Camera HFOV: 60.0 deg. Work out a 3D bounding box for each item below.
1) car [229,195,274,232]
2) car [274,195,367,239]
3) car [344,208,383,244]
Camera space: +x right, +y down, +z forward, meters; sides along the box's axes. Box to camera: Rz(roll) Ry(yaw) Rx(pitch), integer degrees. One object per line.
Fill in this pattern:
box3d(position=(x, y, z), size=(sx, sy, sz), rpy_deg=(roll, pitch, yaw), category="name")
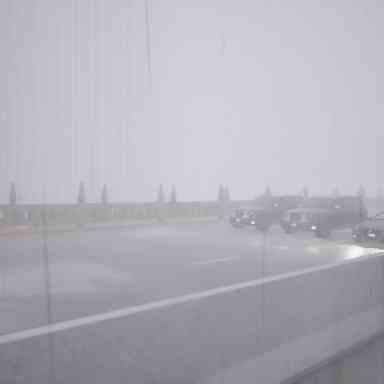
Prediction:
box3d(position=(4.841, 1.224, 20.342), size=(5.566, 2.045, 2.150), rpy_deg=(0, 0, -36), category="car")
box3d(position=(7.190, 1.224, 17.719), size=(5.566, 2.045, 2.150), rpy_deg=(0, 0, -35), category="car")
box3d(position=(8.907, 1.568, 14.645), size=(4.181, 1.385, 1.994), rpy_deg=(0, 0, -35), category="car")
